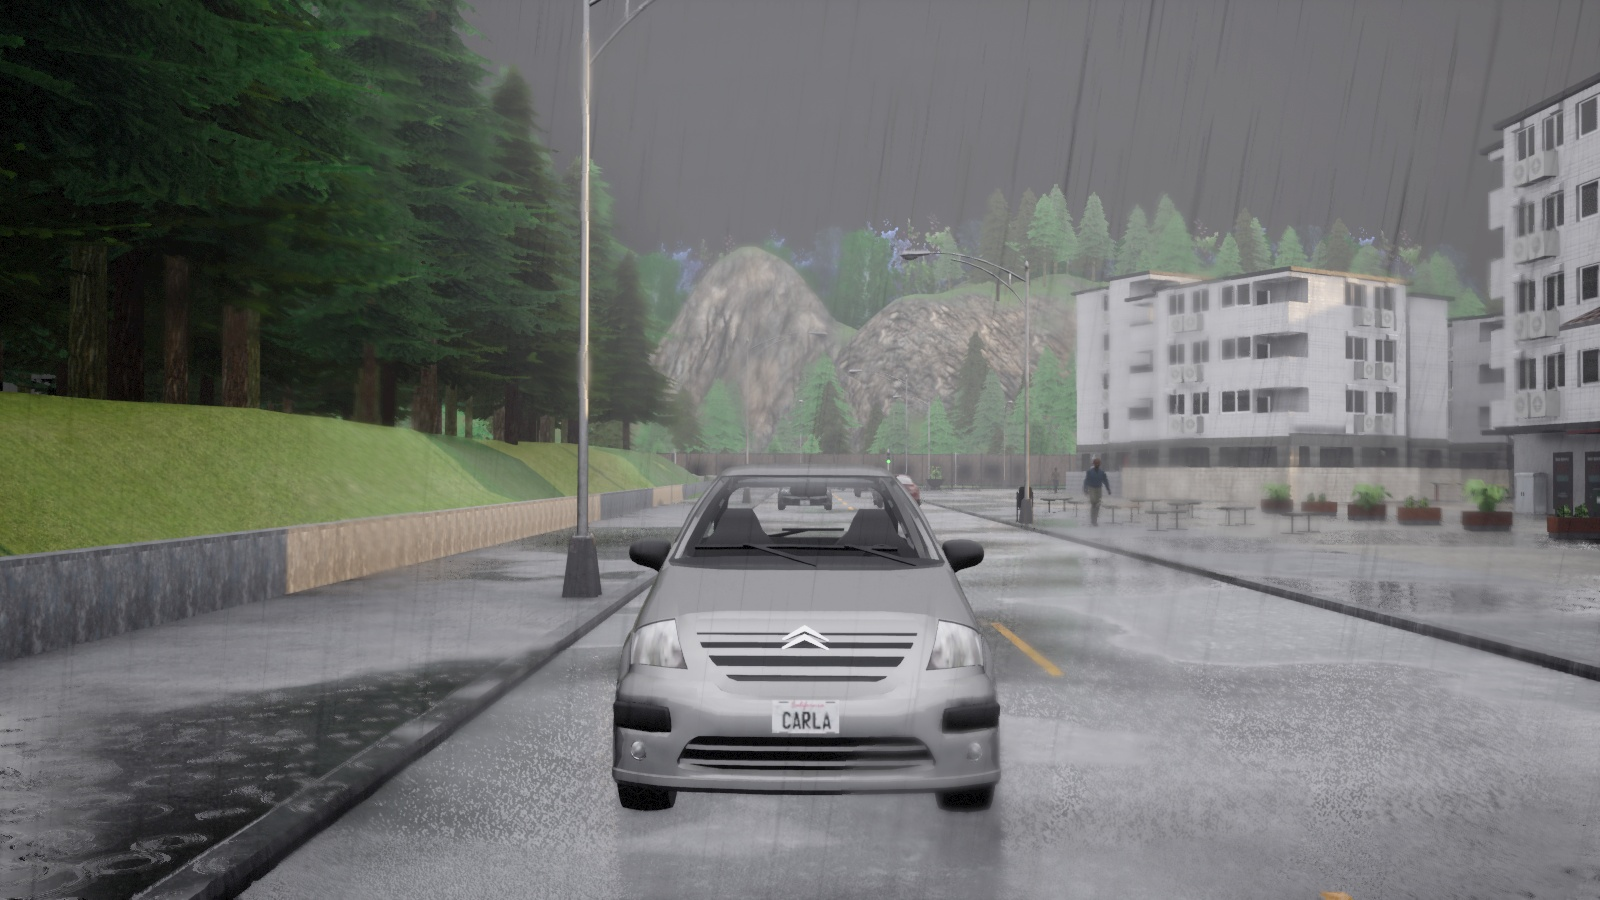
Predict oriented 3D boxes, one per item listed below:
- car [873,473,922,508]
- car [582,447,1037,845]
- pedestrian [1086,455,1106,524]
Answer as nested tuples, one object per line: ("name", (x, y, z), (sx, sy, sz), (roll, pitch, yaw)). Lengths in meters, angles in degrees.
("car", (4.235, 1.749, 55.253), (1.812, 1.442, 4.674), (0, -1, 0))
("car", (0.044, 0.832, 7.120), (1.851, 1.617, 3.988), (0, -1, 0))
("pedestrian", (7.924, 1.056, 33.616), (0.370, 1.835, 0.726), (0, -1, 1))
